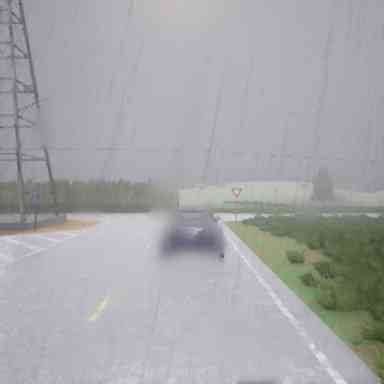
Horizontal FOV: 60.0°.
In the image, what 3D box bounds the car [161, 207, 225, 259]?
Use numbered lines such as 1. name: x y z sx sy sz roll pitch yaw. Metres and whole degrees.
1. car: 0.044 1.324 12.609 2.097 1.767 4.553 0 0 0
